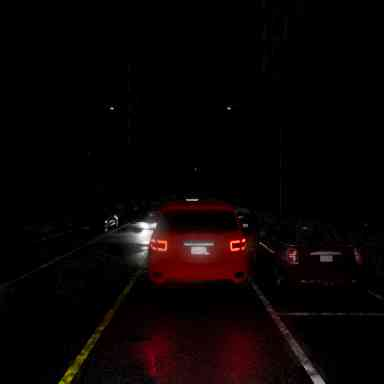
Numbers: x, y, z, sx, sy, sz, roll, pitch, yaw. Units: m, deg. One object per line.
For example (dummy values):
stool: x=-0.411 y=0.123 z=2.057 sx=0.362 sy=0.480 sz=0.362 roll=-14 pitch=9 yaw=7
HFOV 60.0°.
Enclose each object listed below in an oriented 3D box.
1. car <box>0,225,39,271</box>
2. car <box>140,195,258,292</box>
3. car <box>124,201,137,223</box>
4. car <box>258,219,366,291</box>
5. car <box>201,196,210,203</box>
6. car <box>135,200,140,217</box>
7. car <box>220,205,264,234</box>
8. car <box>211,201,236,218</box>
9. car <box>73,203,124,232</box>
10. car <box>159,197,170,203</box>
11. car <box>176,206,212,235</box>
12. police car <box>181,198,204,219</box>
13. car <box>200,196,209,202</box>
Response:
car: x=-5.667 y=1.582 z=9.014 sx=1.802 sy=1.307 sz=4.206 roll=0 pitch=0 yaw=0
car: x=0.108 y=1.221 z=9.093 sx=2.150 sy=2.045 sz=5.566 roll=0 pitch=0 yaw=-1
car: x=-5.659 y=1.584 z=25.517 sx=1.802 sy=1.307 sz=4.206 roll=0 pitch=0 yaw=0
car: x=2.858 y=1.440 z=9.009 sx=1.967 sy=1.590 sz=4.097 roll=0 pitch=0 yaw=0
car: x=2.935 y=1.580 z=73.684 sx=1.752 sy=1.417 sz=4.829 roll=0 pitch=0 yaw=0
car: x=-3.032 y=1.495 z=27.209 sx=2.128 sy=1.511 sz=4.902 roll=0 pitch=0 yaw=0
car: x=2.864 y=1.552 z=20.012 sx=2.008 sy=1.369 sz=4.403 roll=0 pitch=0 yaw=0
car: x=2.870 y=1.569 z=31.014 sx=1.947 sy=1.339 sz=4.313 roll=0 pitch=0 yaw=0
car: x=-5.661 y=1.567 z=20.016 sx=1.947 sy=1.339 sz=4.313 roll=0 pitch=0 yaw=0
car: x=-5.602 y=1.626 z=68.122 sx=1.802 sy=1.307 sz=4.206 roll=0 pitch=0 yaw=0
car: x=0.109 y=1.602 z=19.863 sx=1.895 sy=1.301 sz=4.718 roll=0 pitch=0 yaw=0
police car: x=0.015 y=1.428 z=30.127 sx=1.930 sy=1.638 sz=5.238 roll=0 pitch=0 yaw=0
car: x=2.948 y=1.617 z=78.922 sx=2.008 sy=1.369 sz=4.403 roll=0 pitch=0 yaw=0
